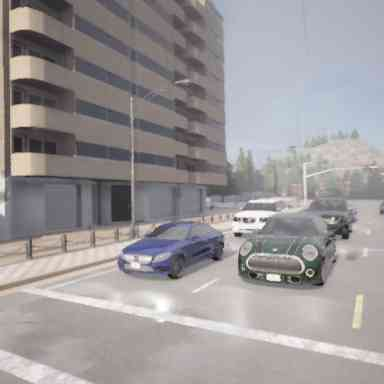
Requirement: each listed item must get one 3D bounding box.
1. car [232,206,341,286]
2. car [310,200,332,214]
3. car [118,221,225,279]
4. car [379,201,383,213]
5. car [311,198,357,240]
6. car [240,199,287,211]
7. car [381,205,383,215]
[{"bbox_3d":[3.014,1.467,9.952,2.097,1.767,4.553,-2,-1,29],"label":"car"},{"bbox_3d":[15.778,1.778,40.543,1.882,1.535,5.008,-2,-1,29],"label":"car"},{"bbox_3d":[-0.405,1.720,10.976,1.812,1.442,4.674,-2,-1,29],"label":"car"},{"bbox_3d":[21.462,1.679,36.090,2.033,1.411,5.357,-2,-1,28],"label":"car"},{"bbox_3d":[7.599,1.368,18.377,2.150,2.045,5.566,-2,-1,29],"label":"car"},{"bbox_3d":[4.221,1.447,19.489,2.150,2.045,5.566,-2,-1,28],"label":"car"},{"bbox_3d":[10.224,1.548,15.504,2.128,1.511,4.902,-2,-1,29],"label":"car"}]
